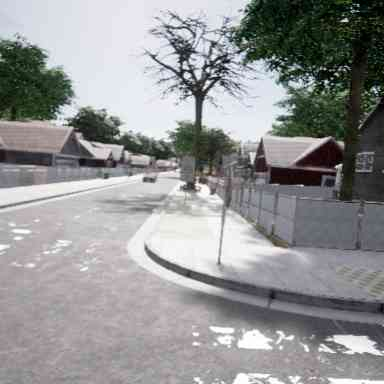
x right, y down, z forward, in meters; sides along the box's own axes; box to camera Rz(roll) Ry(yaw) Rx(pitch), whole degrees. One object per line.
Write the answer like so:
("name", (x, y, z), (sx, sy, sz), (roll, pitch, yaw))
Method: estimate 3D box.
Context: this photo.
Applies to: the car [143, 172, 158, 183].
("car", (-6.202, -2.221, 50.079), (2.033, 1.411, 5.357), (5, 4, -1))
